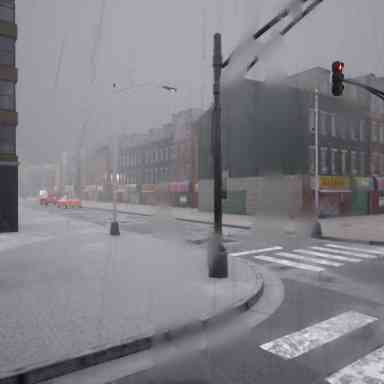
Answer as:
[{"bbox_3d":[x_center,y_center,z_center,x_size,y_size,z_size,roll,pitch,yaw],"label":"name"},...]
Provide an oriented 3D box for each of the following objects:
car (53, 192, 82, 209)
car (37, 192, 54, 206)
[{"bbox_3d":[-15.891,1.206,42.983,2.097,1.767,4.553,0,0,-36],"label":"car"},{"bbox_3d":[-21.631,1.045,50.922,2.150,2.045,5.566,0,0,-36],"label":"car"}]
